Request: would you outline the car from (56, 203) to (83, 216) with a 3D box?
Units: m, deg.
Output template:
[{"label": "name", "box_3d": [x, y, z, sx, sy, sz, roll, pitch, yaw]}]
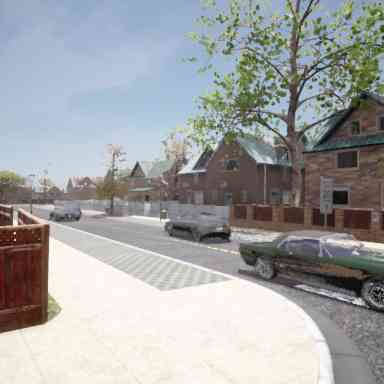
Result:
[{"label": "car", "box_3d": [-14.752, 2.102, 39.888, 1.994, 1.385, 4.181, 2, -2, -34]}]

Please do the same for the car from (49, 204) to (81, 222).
[{"label": "car", "box_3d": [-11.488, 1.905, 29.869, 1.994, 1.385, 4.181, 2, -2, -34]}]

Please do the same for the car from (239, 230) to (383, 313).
[{"label": "car", "box_3d": [3.378, 1.655, 8.013, 1.895, 1.301, 4.718, 2, -2, -34]}]

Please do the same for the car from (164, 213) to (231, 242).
[{"label": "car", "box_3d": [0.203, 1.796, 17.921, 1.994, 1.385, 4.181, 2, -2, -34]}]
